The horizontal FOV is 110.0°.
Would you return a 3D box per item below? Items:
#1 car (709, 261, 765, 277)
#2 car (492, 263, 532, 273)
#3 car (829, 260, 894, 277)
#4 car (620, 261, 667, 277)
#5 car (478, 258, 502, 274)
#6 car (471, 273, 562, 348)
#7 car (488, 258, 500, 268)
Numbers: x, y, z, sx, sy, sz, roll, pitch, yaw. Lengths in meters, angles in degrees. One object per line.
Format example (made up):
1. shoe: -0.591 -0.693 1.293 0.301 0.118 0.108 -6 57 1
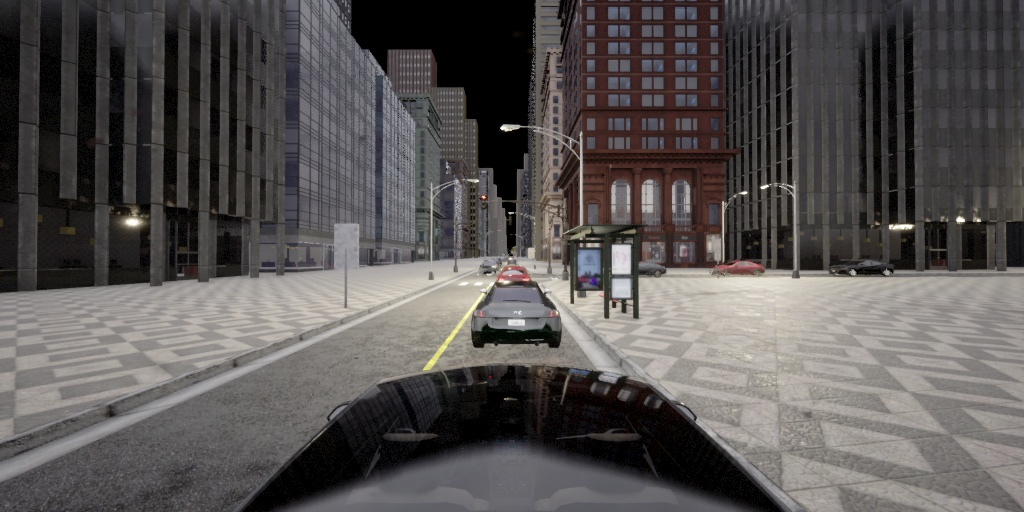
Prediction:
1. car: 20.805 1.194 33.221 4.674 1.442 1.812 0 -1 0
2. car: 0.114 1.269 19.092 1.812 1.442 4.674 0 0 1
3. car: 32.267 1.104 33.203 5.008 1.535 1.882 0 -1 0
4. car: 11.864 1.225 33.224 4.674 1.442 1.812 0 -1 -2
5. car: -2.415 1.259 37.509 2.033 1.411 5.357 0 0 -12
6. car: 0.097 1.314 9.257 1.994 1.385 4.181 0 0 0
7. car: -3.086 1.156 61.530 1.837 1.490 4.892 0 0 0
